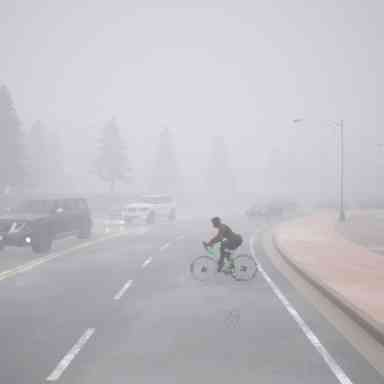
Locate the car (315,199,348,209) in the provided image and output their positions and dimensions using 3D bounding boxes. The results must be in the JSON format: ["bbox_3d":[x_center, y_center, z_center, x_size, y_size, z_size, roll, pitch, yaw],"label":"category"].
[{"bbox_3d":[18.748,1.594,44.554,4.718,1.301,1.895,0,0,-30],"label":"car"}]

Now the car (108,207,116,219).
[{"bbox_3d":[-5.259,1.500,28.895,1.837,1.490,4.892,0,0,26],"label":"car"}]

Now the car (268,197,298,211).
[{"bbox_3d":[10.323,1.346,38.288,4.553,1.767,2.097,0,0,-45],"label":"car"}]

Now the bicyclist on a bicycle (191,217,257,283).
[{"bbox_3d":[0.775,1.443,8.211,1.656,1.620,0.582,-2,0,2],"label":"bicyclist on a bicycle"}]

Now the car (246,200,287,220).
[{"bbox_3d":[6.239,1.596,28.099,1.895,1.301,4.718,0,0,31],"label":"car"}]

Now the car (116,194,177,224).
[{"bbox_3d":[-3.060,1.217,25.305,2.150,2.045,5.566,0,0,24],"label":"car"}]

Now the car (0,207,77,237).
[{"bbox_3d":[-8.758,1.598,19.060,1.895,1.301,4.718,0,0,14],"label":"car"}]

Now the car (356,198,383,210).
[{"bbox_3d":[23.975,1.540,43.401,5.357,1.411,2.033,0,0,-23],"label":"car"}]

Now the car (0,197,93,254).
[{"bbox_3d":[-6.142,1.222,13.981,2.150,2.045,5.566,0,0,8],"label":"car"}]
